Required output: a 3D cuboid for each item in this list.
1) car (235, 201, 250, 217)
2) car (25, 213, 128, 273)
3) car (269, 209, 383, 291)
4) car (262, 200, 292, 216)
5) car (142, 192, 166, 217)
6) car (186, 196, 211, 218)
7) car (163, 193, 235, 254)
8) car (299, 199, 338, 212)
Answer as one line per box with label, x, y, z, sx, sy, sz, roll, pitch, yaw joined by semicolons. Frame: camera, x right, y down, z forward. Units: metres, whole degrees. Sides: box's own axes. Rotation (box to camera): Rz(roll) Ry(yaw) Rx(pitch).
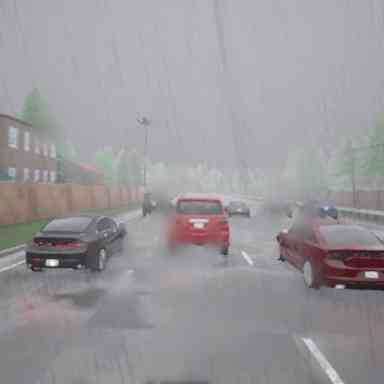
car;4.084;1.513;30.381;1.994;1.385;4.181;1;0;1
car;-3.291;1.412;10.375;1.837;1.490;4.892;1;1;1
car;3.686;1.502;9.197;1.882;1.535;5.008;1;1;1
car;7.576;1.513;29.841;1.837;1.490;4.892;1;0;1
car;-2.934;1.060;29.079;2.150;2.045;5.566;1;0;1
car;0.573;1.246;29.642;2.097;1.767;4.553;1;0;1
car;0.276;1.173;13.467;2.150;2.045;5.566;1;0;1
car;11.070;1.419;29.442;2.097;1.767;4.553;1;0;1
